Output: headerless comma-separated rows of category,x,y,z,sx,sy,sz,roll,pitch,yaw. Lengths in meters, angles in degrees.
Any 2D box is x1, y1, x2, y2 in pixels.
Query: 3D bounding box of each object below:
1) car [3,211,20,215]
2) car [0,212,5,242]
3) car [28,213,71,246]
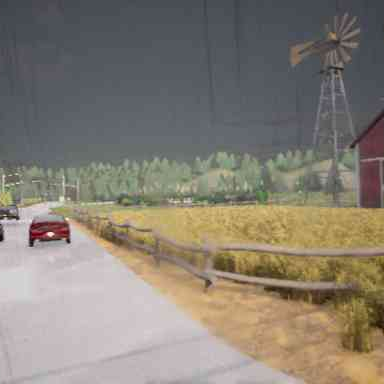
car,-16.882,1.927,30.720,2.033,1.411,5.357,-1,-1,-24
car,-10.639,2.011,16.793,2.033,1.411,5.357,-1,-1,-24
car,-7.636,1.865,17.828,1.882,1.535,5.008,-1,-1,-24
